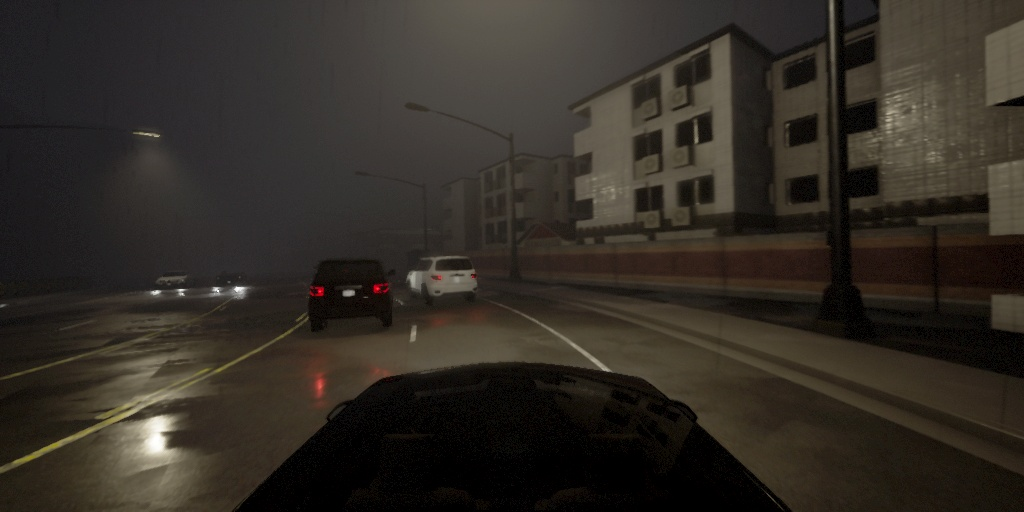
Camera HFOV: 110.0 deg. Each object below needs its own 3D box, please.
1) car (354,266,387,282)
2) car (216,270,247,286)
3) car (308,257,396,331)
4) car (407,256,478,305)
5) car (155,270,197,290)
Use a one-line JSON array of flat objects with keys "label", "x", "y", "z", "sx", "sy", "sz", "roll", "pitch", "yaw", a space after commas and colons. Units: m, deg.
[{"label": "car", "x": -13.184, "y": 1.618, "z": 33.246, "sx": 1.895, "sy": 1.301, "sz": 4.718, "roll": -2, "pitch": 0, "yaw": -33}, {"label": "car", "x": -25.192, "y": 1.931, "z": 32.295, "sx": 1.895, "sy": 1.301, "sz": 4.718, "roll": -2, "pitch": 0, "yaw": -32}, {"label": "car", "x": -5.103, "y": 1.079, "z": 11.897, "sx": 2.150, "sy": 2.045, "sz": 5.566, "roll": -1, "pitch": 0, "yaw": -19}, {"label": "car", "x": -3.413, "y": 1.026, "z": 16.856, "sx": 2.150, "sy": 2.045, "sz": 5.566, "roll": -1, "pitch": 0, "yaw": -27}, {"label": "car", "x": -27.577, "y": 1.924, "z": 29.505, "sx": 1.812, "sy": 1.442, "sz": 4.674, "roll": -2, "pitch": 0, "yaw": -32}]
